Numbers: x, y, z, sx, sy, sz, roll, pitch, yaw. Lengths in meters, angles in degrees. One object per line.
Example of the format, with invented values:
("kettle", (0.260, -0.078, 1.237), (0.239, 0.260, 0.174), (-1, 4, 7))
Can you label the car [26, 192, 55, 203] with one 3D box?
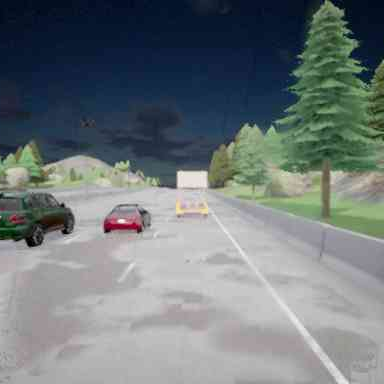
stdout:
("car", (-21.032, 0.683, 46.388), (1.994, 1.385, 4.181), (0, 2, 1))

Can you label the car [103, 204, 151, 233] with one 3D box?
("car", (-3.395, 1.338, 18.028), (1.994, 1.385, 4.181), (0, 1, 0))

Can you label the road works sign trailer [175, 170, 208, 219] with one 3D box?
("road works sign trailer", (0.021, 0.107, 25.192), (2.380, 3.560, 2.880), (0, 1, -1))

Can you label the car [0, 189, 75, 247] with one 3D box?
("car", (-6.896, 1.058, 14.159), (2.150, 2.045, 5.566), (0, 1, 0))
